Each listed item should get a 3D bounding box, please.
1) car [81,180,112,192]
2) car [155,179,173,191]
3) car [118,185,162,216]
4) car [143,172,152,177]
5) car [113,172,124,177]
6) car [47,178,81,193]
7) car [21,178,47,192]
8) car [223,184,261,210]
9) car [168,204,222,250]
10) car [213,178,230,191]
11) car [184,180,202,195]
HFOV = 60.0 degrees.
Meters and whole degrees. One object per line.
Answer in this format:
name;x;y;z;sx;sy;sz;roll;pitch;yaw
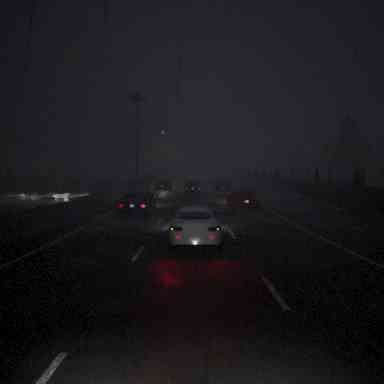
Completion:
car;-10.594;-0.718;37.942;1.895;1.301;4.718;0;5;0
car;-3.398;-0.933;40.072;1.994;1.385;4.181;0;5;0
car;-3.399;0.622;21.315;2.033;1.411;5.357;0;5;0
car;-10.496;-4.069;79.568;1.837;1.490;4.892;0;1;0
car;-17.496;-4.091;79.568;1.882;1.535;5.008;0;1;0
car;-14.093;-0.823;37.883;2.128;1.511;4.902;0;5;0
car;-17.593;-0.823;37.891;2.128;1.511;4.902;0;5;0
car;3.601;0.427;23.827;1.994;1.385;4.181;0;5;0
car;0.100;1.191;12.549;1.812;1.442;4.674;0;3;0
car;3.602;-0.982;40.181;1.812;1.442;4.674;0;5;0
car;0.102;-0.500;34.700;2.033;1.411;5.357;0;5;0
